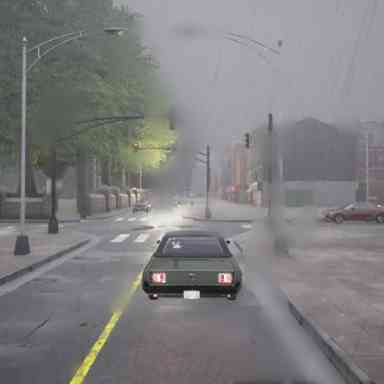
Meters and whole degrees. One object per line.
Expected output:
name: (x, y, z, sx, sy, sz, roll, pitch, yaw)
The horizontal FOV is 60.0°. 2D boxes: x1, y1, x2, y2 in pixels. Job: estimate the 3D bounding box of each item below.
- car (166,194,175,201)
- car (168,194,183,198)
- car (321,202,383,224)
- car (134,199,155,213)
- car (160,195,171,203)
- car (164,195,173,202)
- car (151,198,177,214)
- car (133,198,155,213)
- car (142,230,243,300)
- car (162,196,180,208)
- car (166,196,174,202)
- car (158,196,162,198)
car: (-5.860, 1.555, 93.160, 2.192, 1.841, 5.009, 1, 0, 0)
car: (-3.071, 1.615, 60.819, 1.812, 1.442, 4.674, 0, 0, 0)
car: (11.659, 1.471, 23.623, 4.674, 1.442, 1.812, -1, -1, 1)
car: (-5.520, 1.563, 38.946, 1.752, 1.417, 4.829, 1, 0, 0)
car: (-5.703, 1.569, 71.359, 1.967, 1.590, 4.097, 1, 0, 0)
car: (-5.783, 1.620, 82.258, 1.967, 1.590, 4.097, 1, 0, 0)
car: (-2.922, 1.634, 35.718, 1.895, 1.301, 4.718, 0, 0, 0)
car: (-5.482, 1.585, 36.972, 2.008, 1.369, 4.403, 1, 0, 0)
car: (0.033, 1.605, 8.341, 1.895, 1.301, 4.718, 0, 0, 1)
car: (-3.007, 1.653, 46.621, 1.895, 1.301, 4.718, 0, 0, 0)
car: (-5.823, 1.733, 87.539, 1.752, 1.417, 4.829, 1, 0, 0)
car: (-5.507, 1.598, 44.108, 2.008, 1.369, 4.403, 1, 0, 0)
